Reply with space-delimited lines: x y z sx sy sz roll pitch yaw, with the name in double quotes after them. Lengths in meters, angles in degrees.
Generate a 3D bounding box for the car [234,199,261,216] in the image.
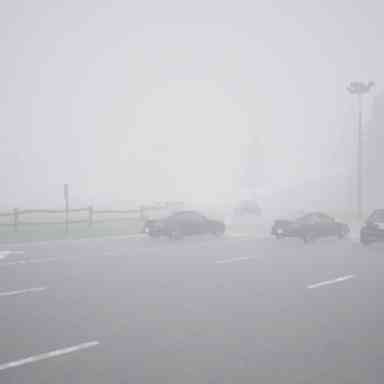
5.753 1.552 34.991 2.097 1.767 4.553 0 0 -2 "car"

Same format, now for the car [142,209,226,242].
-0.333 1.602 16.868 4.674 1.442 1.812 0 0 -41 "car"

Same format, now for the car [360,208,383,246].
9.523 1.482 14.841 4.553 1.767 2.097 1 0 -36 "car"

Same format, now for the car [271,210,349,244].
5.896 1.640 16.566 4.674 1.442 1.812 1 0 -36 "car"
